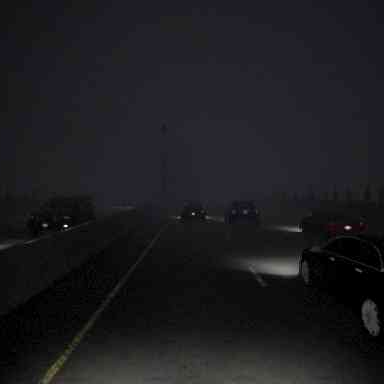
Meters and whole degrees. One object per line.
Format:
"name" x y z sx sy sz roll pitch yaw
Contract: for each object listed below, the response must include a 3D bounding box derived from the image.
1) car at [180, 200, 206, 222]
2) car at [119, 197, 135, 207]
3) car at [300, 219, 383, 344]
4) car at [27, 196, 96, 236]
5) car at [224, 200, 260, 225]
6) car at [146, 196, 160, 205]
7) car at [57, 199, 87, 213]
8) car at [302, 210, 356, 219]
"car" 0.092 1.608 26.729 1.994 1.385 4.181 0 0 0
"car" -10.572 1.624 54.475 1.812 1.442 4.674 0 0 0
"car" 3.598 1.513 6.395 1.837 1.490 4.892 0 0 0
"car" -7.106 1.251 18.843 2.150 2.045 5.566 0 0 0
"car" 3.593 1.392 24.550 2.097 1.767 4.553 0 0 0
"car" -7.108 1.468 61.017 2.097 1.767 4.553 0 0 0
"car" -14.101 1.574 39.434 1.837 1.490 4.892 0 0 0
"car" 7.096 1.590 17.150 1.994 1.385 4.181 0 0 0
